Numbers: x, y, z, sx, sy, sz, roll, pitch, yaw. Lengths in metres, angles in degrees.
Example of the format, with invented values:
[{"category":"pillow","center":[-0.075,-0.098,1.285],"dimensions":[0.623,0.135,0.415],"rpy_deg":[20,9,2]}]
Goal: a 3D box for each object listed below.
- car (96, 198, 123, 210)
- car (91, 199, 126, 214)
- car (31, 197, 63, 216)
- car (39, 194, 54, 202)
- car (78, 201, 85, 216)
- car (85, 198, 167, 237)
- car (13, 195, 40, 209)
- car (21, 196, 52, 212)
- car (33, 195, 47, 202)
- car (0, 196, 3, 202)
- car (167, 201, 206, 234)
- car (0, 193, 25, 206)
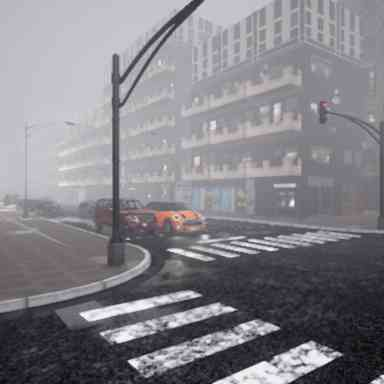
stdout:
[{"category":"car","center":[-10.264,1.460,41.374],"dimensions":[1.802,1.307,4.206],"rpy_deg":[0,0,-36]},{"category":"car","center":[-8.844,1.496,34.995],"dimensions":[1.895,1.301,4.718],"rpy_deg":[0,0,-36]},{"category":"car","center":[-13.728,1.442,31.869],"dimensions":[1.887,1.381,4.507],"rpy_deg":[0,0,-36]},{"category":"car","center":[-30.198,1.265,68.900],"dimensions":[1.967,1.590,4.097],"rpy_deg":[0,0,-36]},{"category":"car","center":[-8.375,1.403,28.888],"dimensions":[2.128,1.511,4.902],"rpy_deg":[0,0,-36]},{"category":"car","center":[-3.760,1.261,18.105],"dimensions":[2.192,1.841,5.009],"rpy_deg":[0,0,-36]},{"category":"car","center":[-20.374,1.435,41.047],"dimensions":[1.947,1.339,4.313],"rpy_deg":[0,0,-36]},{"category":"car","center":[-17.051,1.449,36.458],"dimensions":[1.947,1.339,4.313],"rpy_deg":[0,0,-36]},{"category":"car","center":[-33.519,1.375,73.487],"dimensions":[2.008,1.369,4.403],"rpy_deg":[0,0,-36]},{"category":"car","center":[-40.308,1.411,68.573],"dimensions":[1.802,1.307,4.206],"rpy_deg":[0,0,-36]},{"category":"car","center":[-1.202,1.299,18.929],"dimensions":[2.097,1.767,4.553],"rpy_deg":[0,0,-35]},{"category":"car","center":[-27.017,1.160,50.221],"dimensions":[2.192,1.841,5.009],"rpy_deg":[0,0,-36]}]
